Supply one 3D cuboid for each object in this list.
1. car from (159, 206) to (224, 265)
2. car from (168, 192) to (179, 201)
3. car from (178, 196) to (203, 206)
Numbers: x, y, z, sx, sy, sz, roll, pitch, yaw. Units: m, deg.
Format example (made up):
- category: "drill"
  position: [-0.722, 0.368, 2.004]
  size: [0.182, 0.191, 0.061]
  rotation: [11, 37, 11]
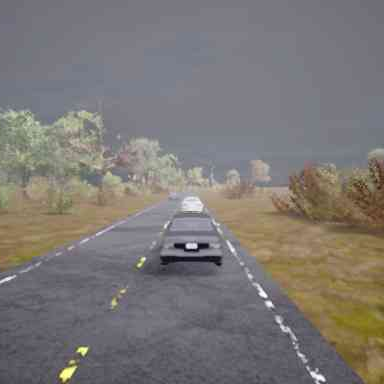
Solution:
- category: "car"
  position: [0.003, 1.404, 11.071]
  size: [2.033, 1.411, 5.357]
  rotation: [0, 1, 0]
- category: "car"
  position: [-3.179, 0.774, 58.421]
  size: [1.812, 1.442, 4.674]
  rotation: [0, 1, 0]
- category: "car"
  position: [-0.016, 1.151, 28.996]
  size: [1.812, 1.442, 4.674]
  rotation: [0, 1, 0]
